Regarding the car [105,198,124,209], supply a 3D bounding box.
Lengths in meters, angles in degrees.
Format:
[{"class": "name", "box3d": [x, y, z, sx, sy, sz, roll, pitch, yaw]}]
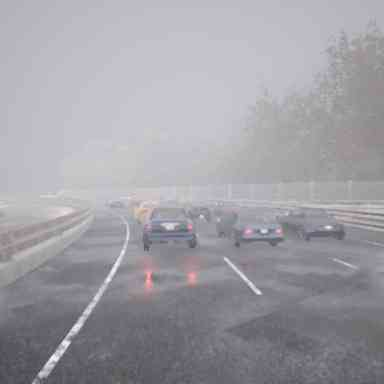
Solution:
[{"class": "car", "box3d": [-10.448, 1.535, 45.051, 1.812, 1.442, 4.674, 0, 0, -25]}]

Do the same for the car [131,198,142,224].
[{"class": "car", "box3d": [-3.249, 1.469, 25.009, 1.882, 1.535, 5.008, 0, 0, -15]}]

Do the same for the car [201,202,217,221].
[{"class": "car", "box3d": [0.092, 1.478, 26.064, 1.837, 1.490, 4.892, 0, 1, -15]}]

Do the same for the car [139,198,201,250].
[{"class": "car", "box3d": [-1.128, 1.342, 14.600, 2.097, 1.767, 4.553, 0, 0, -9]}]

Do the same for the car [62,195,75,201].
[{"class": "car", "box3d": [-30.126, 1.423, 78.319, 4.674, 1.442, 1.812, 0, 0, 42]}]

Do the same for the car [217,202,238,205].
[{"class": "car", "box3d": [3.023, 1.516, 28.756, 1.994, 1.385, 4.181, 0, 0, -15]}]

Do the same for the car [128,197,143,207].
[{"class": "car", "box3d": [-7.672, 1.469, 47.328, 1.882, 1.535, 5.008, 0, 0, -25]}]

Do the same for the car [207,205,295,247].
[{"class": "car", "box3d": [2.347, 1.518, 14.982, 2.033, 1.411, 5.357, 0, 0, -9]}]

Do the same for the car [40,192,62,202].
[{"class": "car", "box3d": [-32.589, 1.140, 75.829, 5.566, 2.045, 2.150, 0, 0, 42]}]

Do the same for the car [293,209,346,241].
[{"class": "car", "box3d": [5.672, 1.514, 16.531, 1.994, 1.385, 4.181, 0, 0, -9]}]

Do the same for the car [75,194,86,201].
[{"class": "car", "box3d": [-27.664, 1.237, 80.808, 4.553, 1.767, 2.097, 0, 0, 42]}]
